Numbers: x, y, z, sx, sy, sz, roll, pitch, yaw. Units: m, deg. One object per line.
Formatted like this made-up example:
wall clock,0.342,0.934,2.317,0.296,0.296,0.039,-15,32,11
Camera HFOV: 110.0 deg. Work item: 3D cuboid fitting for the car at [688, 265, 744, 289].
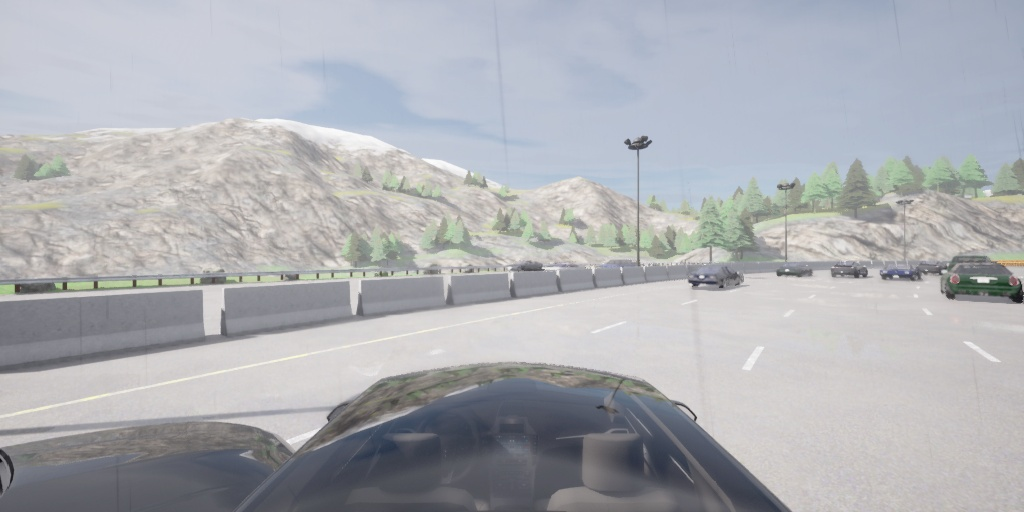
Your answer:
car,13.250,1.298,23.229,5.357,1.411,2.033,0,0,-43

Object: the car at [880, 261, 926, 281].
car,32.308,1.351,29.733,4.718,1.301,1.895,0,0,-35

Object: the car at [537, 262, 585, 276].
car,4.975,1.351,34.824,4.718,1.301,1.895,0,0,-42

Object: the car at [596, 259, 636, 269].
car,10.059,1.101,34.637,4.553,1.767,2.097,0,0,-40

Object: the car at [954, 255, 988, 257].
car,36.634,0.972,28.551,5.566,2.045,2.150,0,0,-34

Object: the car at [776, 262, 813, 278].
car,27.488,1.314,34.842,4.181,1.385,1.994,0,0,-36

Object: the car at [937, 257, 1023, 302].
car,22.272,1.105,17.170,4.553,1.767,2.097,-1,0,-42

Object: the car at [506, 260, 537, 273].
car,1.537,1.241,41.122,4.902,1.511,2.128,0,0,-42

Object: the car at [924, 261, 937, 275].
car,43.313,1.242,36.865,4.902,1.511,2.128,0,0,-31

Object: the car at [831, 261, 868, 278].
car,31.375,1.242,33.342,4.902,1.511,2.128,0,0,-35

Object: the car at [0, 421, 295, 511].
car,-2.983,1.255,0.534,4.892,1.490,1.837,0,0,-45
